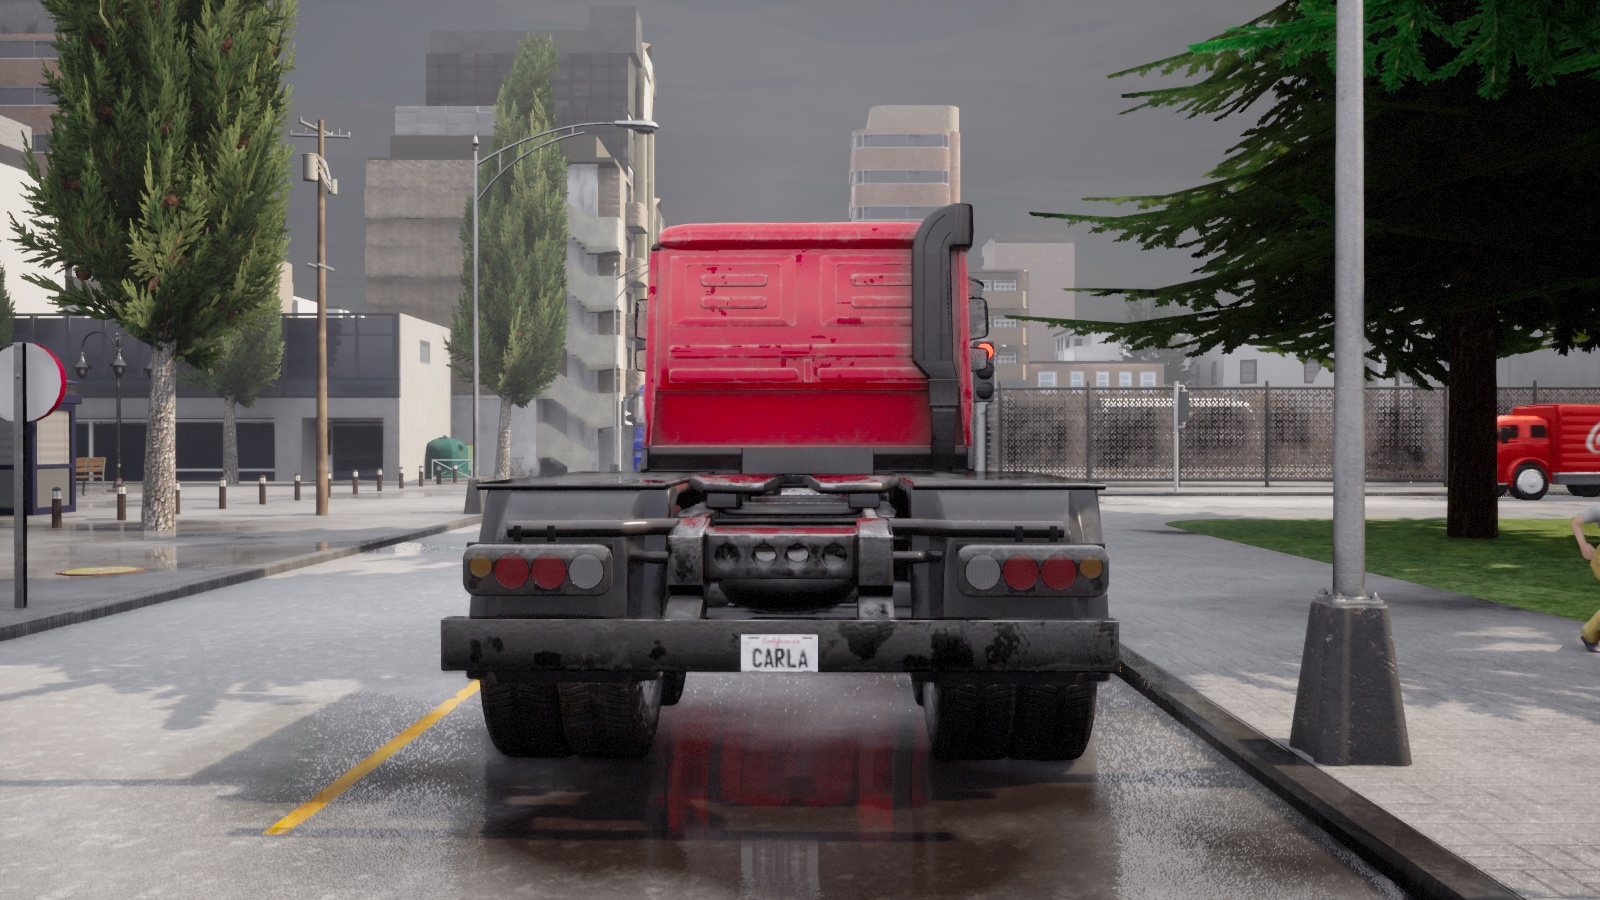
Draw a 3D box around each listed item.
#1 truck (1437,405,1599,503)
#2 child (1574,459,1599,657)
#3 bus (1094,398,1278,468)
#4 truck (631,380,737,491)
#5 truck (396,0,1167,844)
[{"bbox_3d":[19.956,0.087,32.893,5.204,2.467,2.627,0,0,0],"label":"truck"},{"bbox_3d":[5.258,0.695,8.051,0.270,1.263,0.437,0,0,-12],"label":"child"},{"bbox_3d":[23.857,-1.052,78.208,10.273,4.253,3.944,0,0,2],"label":"bus"},{"bbox_3d":[-3.828,-0.482,43.187,2.891,3.462,7.936,0,0,0],"label":"truck"},{"bbox_3d":[0.020,-0.284,8.679,2.891,3.462,7.936,0,0,1],"label":"truck"}]
